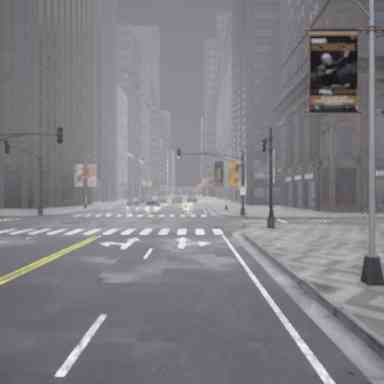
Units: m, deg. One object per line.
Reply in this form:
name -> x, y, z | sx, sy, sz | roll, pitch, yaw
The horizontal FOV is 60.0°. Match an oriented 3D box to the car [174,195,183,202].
car -> -3.230, 1.506, 80.815 | 1.837, 1.490, 4.892 | 0, 0, 0

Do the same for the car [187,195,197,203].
car -> 0.018, 1.503, 70.778 | 2.097, 1.767, 4.553 | 0, 0, 0

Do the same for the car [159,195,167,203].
car -> -6.482, 1.507, 71.341 | 2.097, 1.767, 4.553 | 0, 0, 0

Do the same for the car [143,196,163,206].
car -> -6.538, 1.728, 55.929 | 1.895, 1.301, 4.718 | 0, 0, 1

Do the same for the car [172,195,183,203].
car -> -3.232, 1.701, 70.808 | 1.994, 1.385, 4.181 | 0, 0, 0

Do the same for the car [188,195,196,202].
car -> 0.020, 1.506, 80.814 | 1.837, 1.490, 4.892 | 0, 0, 0

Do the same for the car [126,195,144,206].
car -> -9.785, 1.654, 56.168 | 1.812, 1.442, 4.674 | 0, 0, 1

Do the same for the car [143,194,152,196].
car -> -9.732, 1.377, 71.492 | 2.150, 2.045, 5.566 | 0, 0, 0
